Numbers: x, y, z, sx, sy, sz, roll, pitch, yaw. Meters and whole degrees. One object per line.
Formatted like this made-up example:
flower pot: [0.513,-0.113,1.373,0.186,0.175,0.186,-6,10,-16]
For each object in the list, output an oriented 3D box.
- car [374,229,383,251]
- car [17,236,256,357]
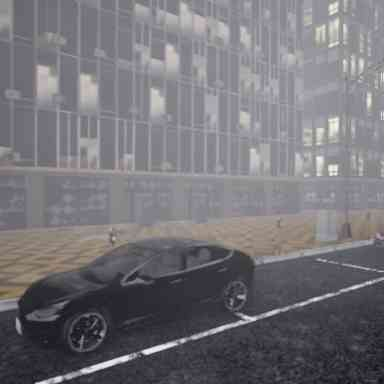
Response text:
car: [8.596,1.547,12.593,4.206,1.307,1.802,0,0,-35]
car: [-0.712,1.551,6.041,4.313,1.339,1.947,0,0,-35]
